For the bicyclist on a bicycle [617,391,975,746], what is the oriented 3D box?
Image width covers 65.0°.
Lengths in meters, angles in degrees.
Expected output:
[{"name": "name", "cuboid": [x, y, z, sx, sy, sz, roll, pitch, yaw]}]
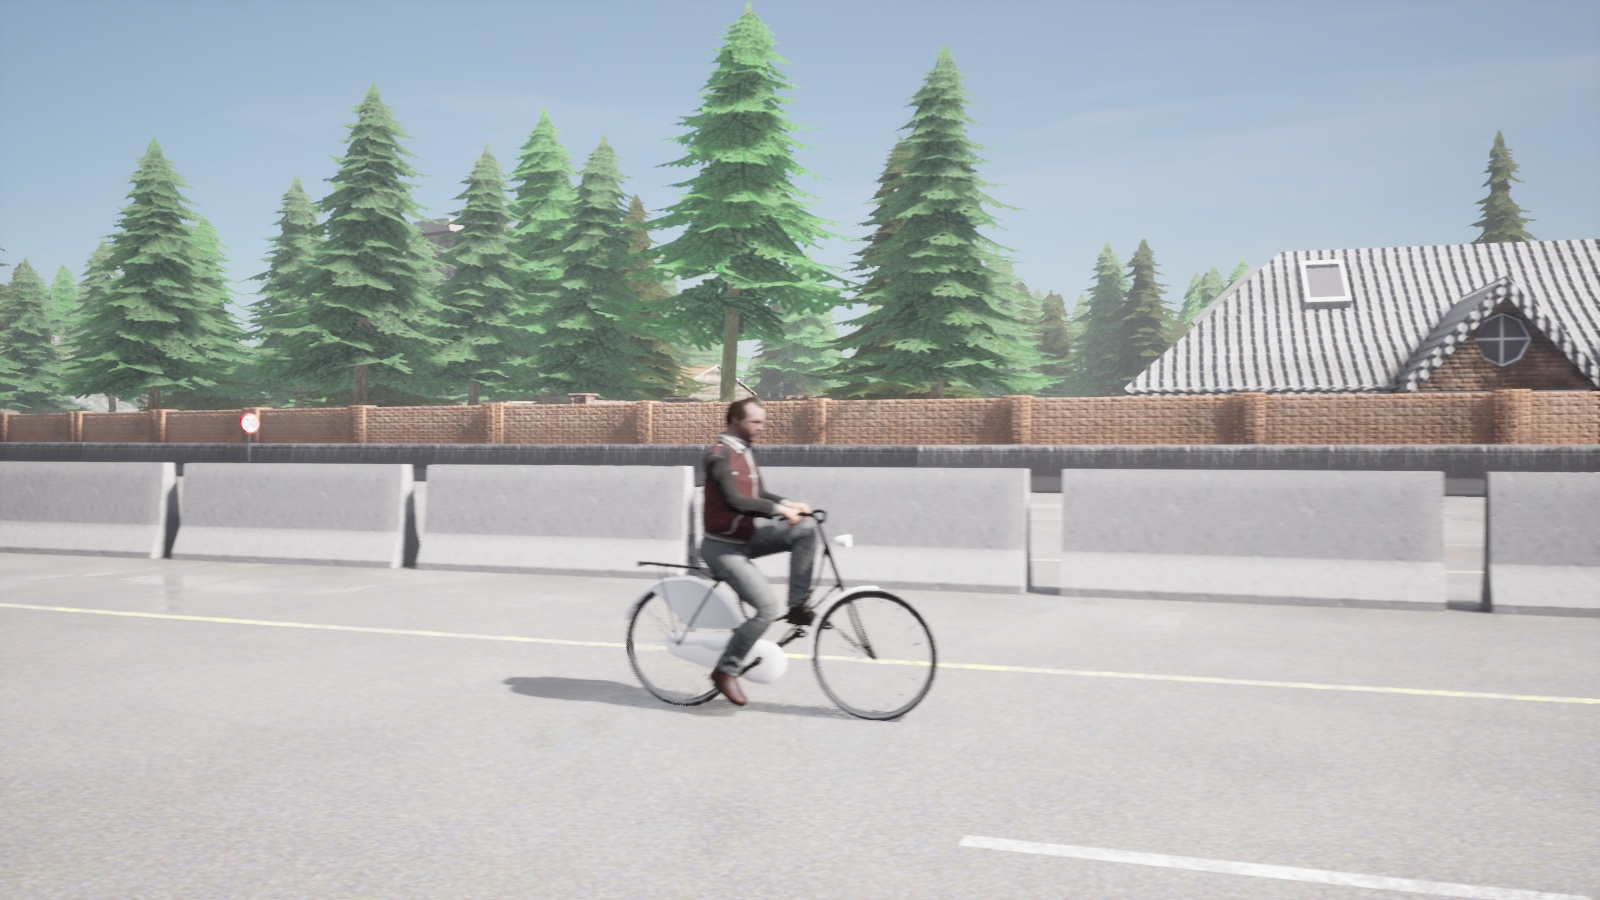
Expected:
[{"name": "bicyclist on a bicycle", "cuboid": [-0.023, 0.587, 6.891, 1.843, 1.776, 0.659, 0, 0, 19]}]
